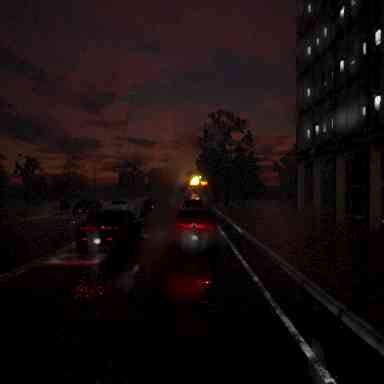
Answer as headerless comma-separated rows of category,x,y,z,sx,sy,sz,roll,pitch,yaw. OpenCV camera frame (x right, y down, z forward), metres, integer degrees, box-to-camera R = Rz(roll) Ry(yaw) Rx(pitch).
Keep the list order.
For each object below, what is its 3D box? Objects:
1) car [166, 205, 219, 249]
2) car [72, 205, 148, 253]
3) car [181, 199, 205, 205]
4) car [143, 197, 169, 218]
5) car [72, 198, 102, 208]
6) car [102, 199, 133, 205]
car,0.088,1.448,14.239,1.837,1.490,4.892,0,-1,0
car,-3.164,1.450,13.540,1.837,1.490,4.892,0,-1,0
car,0.093,1.389,29.323,1.837,1.490,4.892,0,0,0
car,-3.159,1.239,29.219,2.097,1.767,4.553,0,0,0
car,-9.826,1.379,31.593,1.837,1.490,4.892,0,0,0
car,-6.579,1.404,30.755,1.812,1.442,4.674,0,0,0
